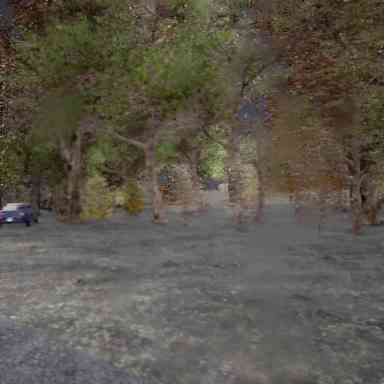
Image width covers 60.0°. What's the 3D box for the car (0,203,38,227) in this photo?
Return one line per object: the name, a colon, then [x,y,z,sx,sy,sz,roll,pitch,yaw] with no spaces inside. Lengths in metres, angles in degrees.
car: [-11.458,1.455,22.034,1.812,1.442,4.674,0,0,-17]
